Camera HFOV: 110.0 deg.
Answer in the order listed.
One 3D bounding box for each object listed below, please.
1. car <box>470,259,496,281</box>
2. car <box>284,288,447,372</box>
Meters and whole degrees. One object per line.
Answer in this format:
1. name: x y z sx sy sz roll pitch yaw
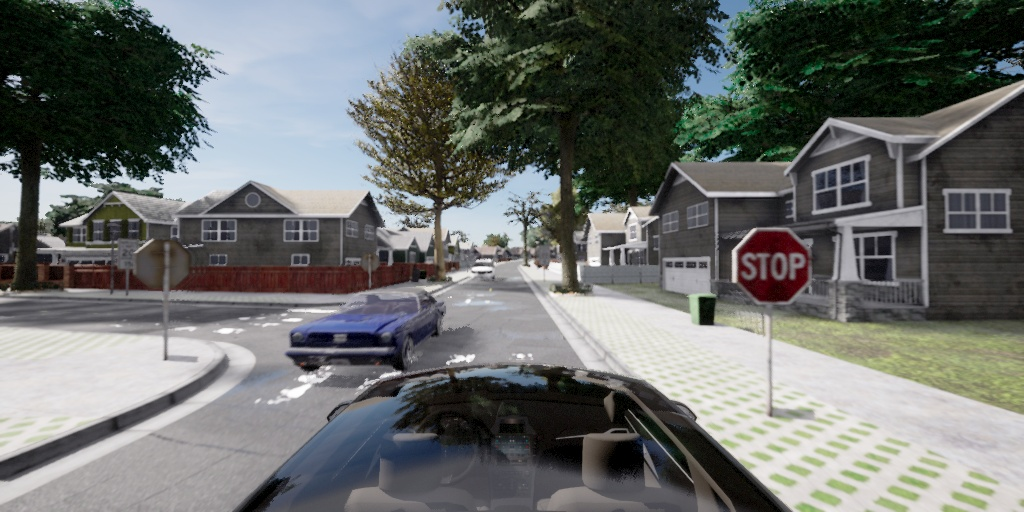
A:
1. car: -2.813 1.421 35.592 2.150 2.045 5.566 0 1 0
2. car: -2.763 1.427 7.959 1.895 1.301 4.718 0 -1 0
